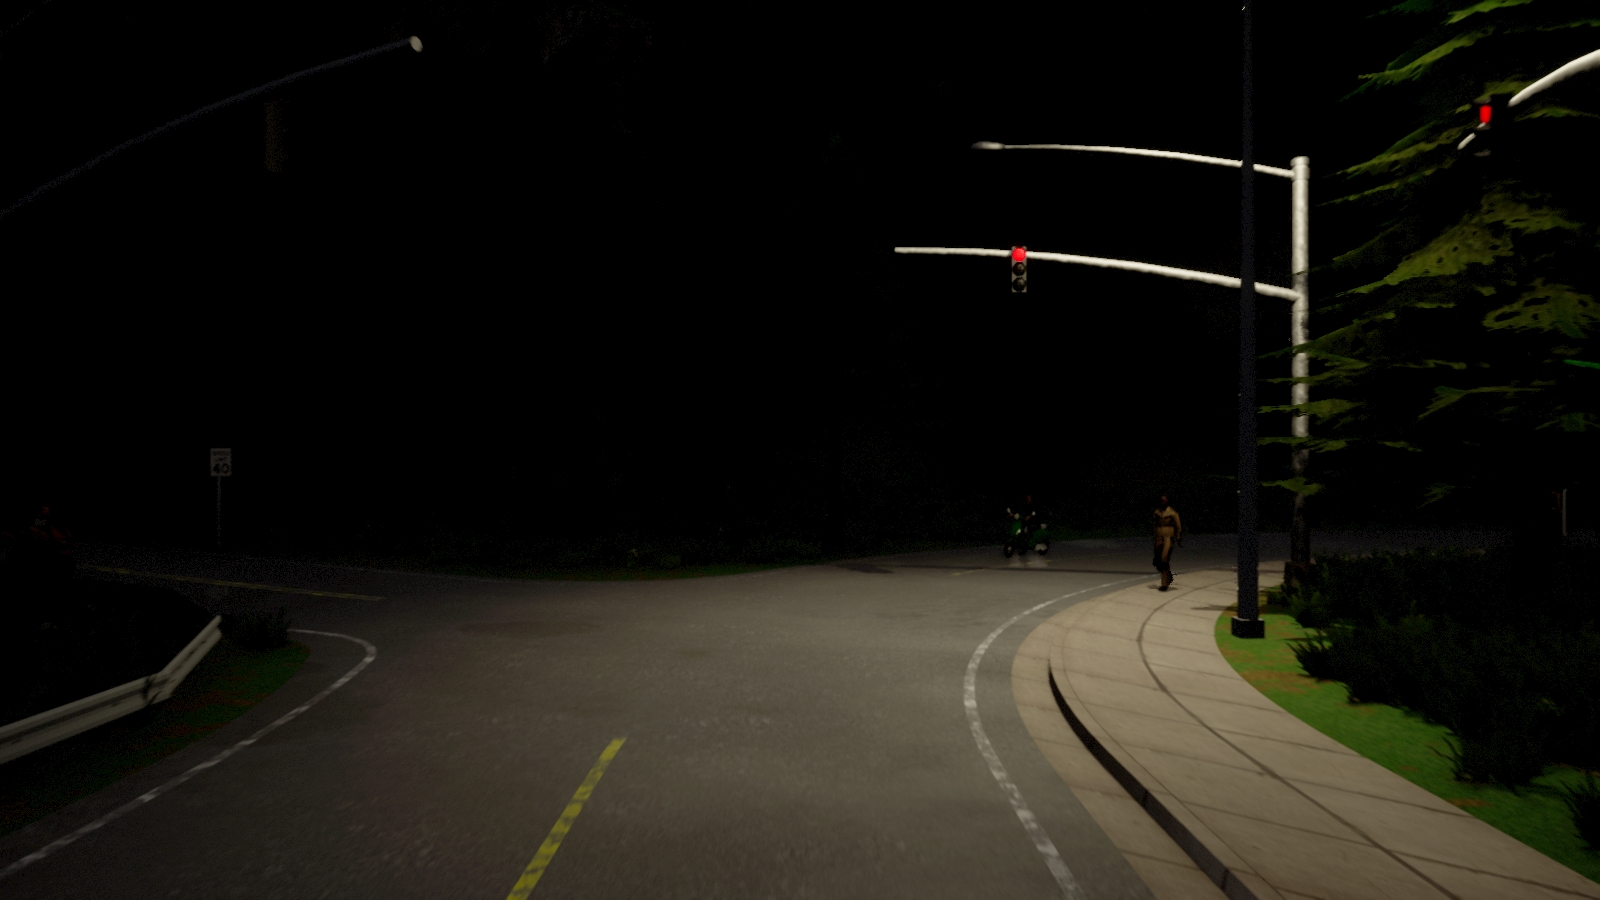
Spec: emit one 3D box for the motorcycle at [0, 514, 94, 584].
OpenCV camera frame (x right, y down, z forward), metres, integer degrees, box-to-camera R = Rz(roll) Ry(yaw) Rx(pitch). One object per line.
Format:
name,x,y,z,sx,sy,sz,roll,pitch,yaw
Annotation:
motorcycle,-15.259,1.959,22.920,2.033,1.199,0.803,2,1,21

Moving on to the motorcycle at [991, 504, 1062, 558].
motorcycle,5.966,2.108,30.032,1.805,1.316,0.856,0,0,-37

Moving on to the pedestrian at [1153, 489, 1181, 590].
pedestrian,6.873,1.666,21.400,0.375,1.860,0.375,0,0,45
